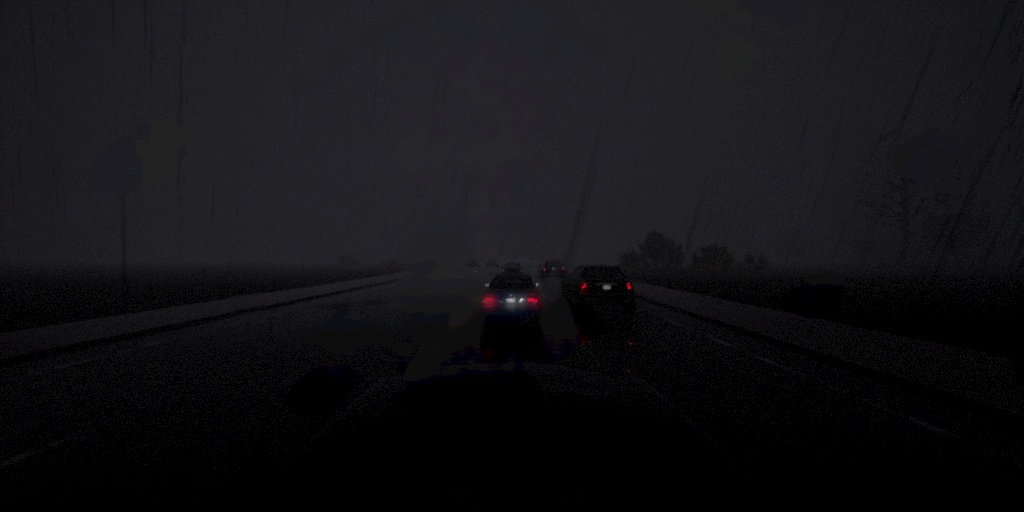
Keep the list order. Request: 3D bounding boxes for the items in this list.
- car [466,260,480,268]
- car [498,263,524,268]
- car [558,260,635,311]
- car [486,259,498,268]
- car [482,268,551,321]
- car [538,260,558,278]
[{"bbox_3d":[-6.547,1.312,60.533,1.994,1.385,4.181,0,0,1],"label":"car"},{"bbox_3d":[0.053,1.277,30.251,1.812,1.442,4.674,0,0,1],"label":"car"},{"bbox_3d":[3.297,1.104,14.501,2.097,1.767,4.553,0,0,1],"label":"car"},{"bbox_3d":[-3.298,1.225,60.477,1.882,1.535,5.008,0,0,1],"label":"car"},{"bbox_3d":[0.023,1.300,12.460,2.033,1.411,5.357,0,0,1],"label":"car"},{"bbox_3d":[3.298,1.103,29.511,2.097,1.767,4.553,0,0,1],"label":"car"}]
